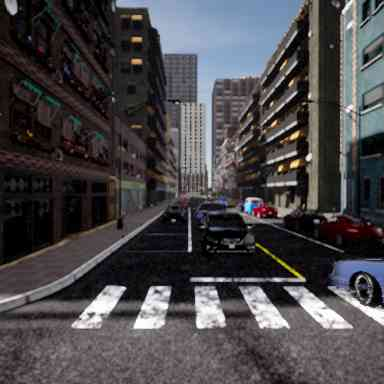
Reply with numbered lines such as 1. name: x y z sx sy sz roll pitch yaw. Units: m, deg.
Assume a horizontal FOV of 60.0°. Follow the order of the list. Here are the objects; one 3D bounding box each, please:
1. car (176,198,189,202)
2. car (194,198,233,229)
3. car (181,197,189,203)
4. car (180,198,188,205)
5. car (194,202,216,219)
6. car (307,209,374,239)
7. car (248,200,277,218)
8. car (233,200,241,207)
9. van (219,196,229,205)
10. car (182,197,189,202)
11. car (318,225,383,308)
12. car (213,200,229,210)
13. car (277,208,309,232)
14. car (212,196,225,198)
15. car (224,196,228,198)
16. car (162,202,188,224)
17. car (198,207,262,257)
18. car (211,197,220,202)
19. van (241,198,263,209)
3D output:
1. car: -1.481 1.794 42.975 1.887 1.381 4.507 0 0 0
2. car: 1.266 1.487 22.524 2.097 1.767 4.553 0 0 0
3. car: -1.796 2.097 87.160 1.947 1.339 4.313 0 0 0
4. car: -1.677 1.948 70.422 1.752 1.417 4.829 0 0 0
5. car: 1.195 1.759 32.499 1.994 1.385 4.181 0 0 -1
6. car: 7.097 1.696 15.406 1.802 1.307 4.206 0 0 0
7. car: 6.979 1.758 31.976 1.887 1.381 4.507 0 0 0
8. car: 6.900 1.846 43.022 1.947 1.339 4.313 0 0 0
9. van: 6.702 1.795 70.640 1.690 1.788 3.998 0 0 0
10. car: -1.835 2.112 92.684 1.887 1.381 4.507 0 0 0
11. car: 4.944 1.596 5.510 2.033 1.411 5.357 0 0 -25
12. car: 4.274 1.908 48.952 1.895 1.301 4.718 0 0 0
13. car: 7.058 1.713 20.929 1.947 1.339 4.313 0 0 0
14. car: 4.205 1.933 58.896 1.994 1.385 4.181 0 0 0
15. car: 6.780 1.910 59.761 1.752 1.417 4.829 0 0 0
16. car: -1.363 1.715 26.405 1.947 1.339 4.313 0 0 0
17. car: 1.322 1.587 13.494 1.837 1.490 4.892 0 0 0
18. car: 6.545 2.149 92.730 2.008 1.369 4.403 0 0 0
19. van: 6.939 1.588 37.500 1.690 1.788 3.998 0 0 0
